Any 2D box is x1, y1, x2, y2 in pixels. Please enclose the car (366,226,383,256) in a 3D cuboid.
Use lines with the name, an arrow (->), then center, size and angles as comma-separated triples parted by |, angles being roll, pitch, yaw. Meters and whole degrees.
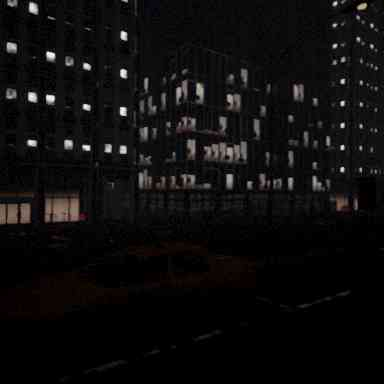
car -> 8.252, 1.676, 12.449 | 4.507, 1.381, 1.887 | 1, 0, -36

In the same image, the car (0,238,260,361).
car -> -0.894, 1.550, 5.924 | 4.829, 1.417, 1.752 | 1, 0, -36
